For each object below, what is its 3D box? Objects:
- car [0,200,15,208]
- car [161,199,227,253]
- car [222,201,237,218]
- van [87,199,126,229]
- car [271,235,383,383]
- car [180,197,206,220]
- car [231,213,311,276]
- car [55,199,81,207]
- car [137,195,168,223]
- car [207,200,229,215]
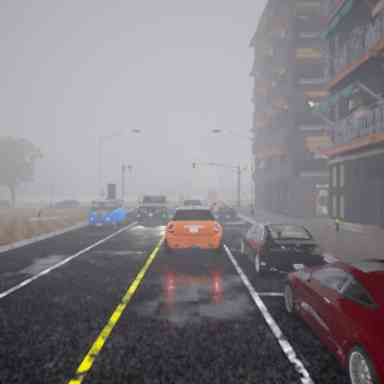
[{"bbox_3d":[-31.737,1.974,55.302,4.206,1.307,1.802,-1,1,-1],"label":"car"},{"bbox_3d":[0.071,1.357,13.767,2.097,1.767,4.553,0,0,0],"label":"car"},{"bbox_3d":[2.634,1.561,26.744,2.008,1.369,4.403,0,0,0],"label":"car"},{"bbox_3d":[-5.368,1.349,21.260,1.690,1.788,3.998,0,0,0],"label":"van"},{"bbox_3d":[2.563,1.584,4.639,1.802,1.307,4.206,0,0,0],"label":"car"},{"bbox_3d":[0.052,1.362,28.928,2.097,1.767,4.553,0,0,0],"label":"car"},{"bbox_3d":[2.556,1.555,10.166,2.008,1.369,4.403,0,0,0],"label":"car"},{"bbox_3d":[-20.654,1.841,55.451,4.206,1.307,1.802,-1,1,-1],"label":"car"},{"bbox_3d":[-2.874,1.231,25.937,2.150,2.045,5.566,0,0,0],"label":"car"},{"bbox_3d":[2.656,1.557,34.673,1.887,1.381,4.507,0,0,0],"label":"car"}]
